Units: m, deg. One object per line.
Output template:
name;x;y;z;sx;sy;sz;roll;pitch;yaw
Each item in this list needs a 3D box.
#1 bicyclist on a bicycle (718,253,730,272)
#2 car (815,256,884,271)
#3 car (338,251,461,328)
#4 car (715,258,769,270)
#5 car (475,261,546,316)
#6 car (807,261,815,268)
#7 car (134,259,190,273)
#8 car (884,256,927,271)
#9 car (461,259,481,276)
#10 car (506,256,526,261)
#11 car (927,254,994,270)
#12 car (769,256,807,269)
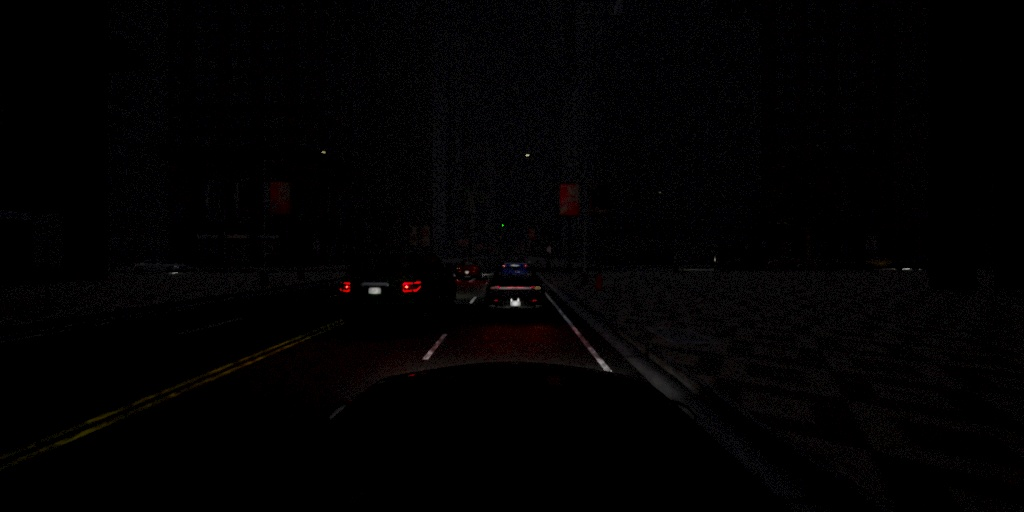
bicyclist on a bicycle;18.398;0.602;31.187;0.582;1.620;1.656;0;0;-1
car;32.235;0.818;34.366;4.313;1.339;1.948;0;0;-1
car;-3.160;0.855;10.983;2.150;2.045;5.566;0;1;0
car;25.436;0.864;40.029;4.718;1.301;1.895;0;0;-1
car;0.100;1.104;12.597;2.128;1.511;4.902;0;1;0
car;37.749;0.806;42.977;4.207;1.307;1.802;0;0;-1
car;-35.264;1.048;36.153;4.674;1.442;1.812;0;0;0
car;42.317;0.714;37.145;4.902;1.511;2.128;0;0;0
car;-3.419;0.983;28.098;1.812;1.442;4.674;0;0;-4
car;0.372;0.810;27.995;2.097;1.767;4.553;0;1;4
car;43.511;0.769;34.539;4.507;1.381;1.888;0;0;-1
car;32.110;0.678;42.891;4.097;1.591;1.967;0;0;-1
